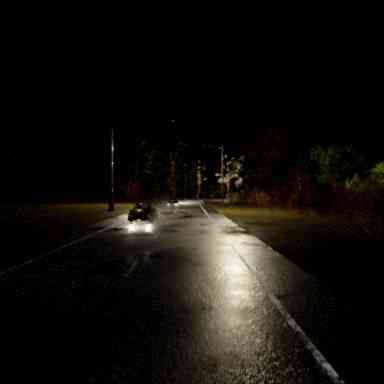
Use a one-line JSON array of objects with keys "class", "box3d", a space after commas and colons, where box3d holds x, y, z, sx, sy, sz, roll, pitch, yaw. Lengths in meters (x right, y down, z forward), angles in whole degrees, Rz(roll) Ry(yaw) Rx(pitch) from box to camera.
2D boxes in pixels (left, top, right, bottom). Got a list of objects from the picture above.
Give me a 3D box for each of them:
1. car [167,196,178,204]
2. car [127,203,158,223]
[{"class": "car", "box3d": [-3.837, 1.581, 66.662, 1.837, 1.490, 4.892, 0, 0, 0]}, {"class": "car", "box3d": [-3.725, 1.597, 25.989, 2.033, 1.411, 5.357, 0, 0, 0]}]
